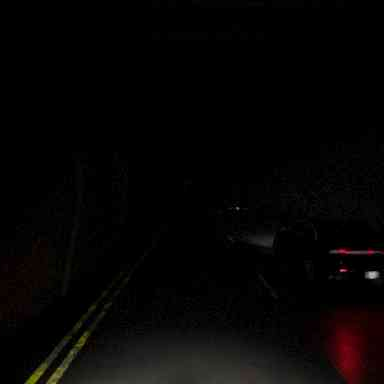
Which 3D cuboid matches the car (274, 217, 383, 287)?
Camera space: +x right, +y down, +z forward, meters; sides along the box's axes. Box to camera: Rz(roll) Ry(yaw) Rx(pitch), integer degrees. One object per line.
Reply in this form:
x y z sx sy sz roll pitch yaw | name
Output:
3.606 1.424 9.069 2.128 1.511 4.902 0 0 0 | car

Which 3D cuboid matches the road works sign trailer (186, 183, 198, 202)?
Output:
0.033 -0.002 63.735 2.380 3.560 2.880 0 0 0 | road works sign trailer

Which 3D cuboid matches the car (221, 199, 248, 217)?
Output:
3.615 1.336 28.823 2.033 1.411 5.357 0 0 0 | car
